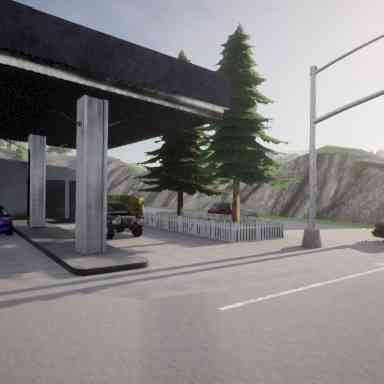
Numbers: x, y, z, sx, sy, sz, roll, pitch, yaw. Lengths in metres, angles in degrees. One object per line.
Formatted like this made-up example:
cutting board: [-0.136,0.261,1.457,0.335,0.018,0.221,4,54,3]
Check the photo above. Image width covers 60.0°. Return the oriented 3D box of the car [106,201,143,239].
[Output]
car: [-4.313,1.448,18.354,1.905,1.878,3.866,1,0,-35]

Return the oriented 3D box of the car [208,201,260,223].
car: [3.268,1.595,26.603,2.097,1.767,4.553,1,0,-35]

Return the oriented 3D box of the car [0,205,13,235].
car: [-11.442,1.524,18.627,2.242,1.667,4.611,1,0,-35]

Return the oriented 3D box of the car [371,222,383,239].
car: [11.199,1.829,15.132,2.033,1.411,5.357,1,-1,-35]
